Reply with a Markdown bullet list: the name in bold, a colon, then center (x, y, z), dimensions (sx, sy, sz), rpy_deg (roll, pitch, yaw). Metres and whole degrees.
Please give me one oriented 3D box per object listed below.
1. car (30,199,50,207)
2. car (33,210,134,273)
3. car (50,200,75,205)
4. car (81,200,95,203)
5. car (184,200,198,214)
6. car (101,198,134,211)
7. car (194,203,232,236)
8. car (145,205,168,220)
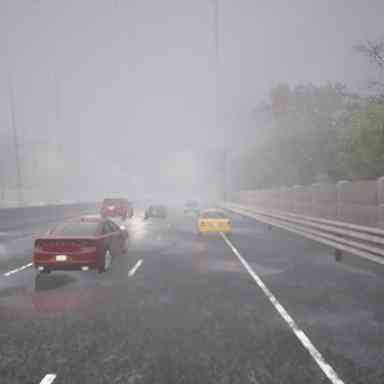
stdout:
- **car**: center (-24.554, 1.943, 54.554), dimensions (2.097, 1.767, 4.553), rpy_deg (0, -1, 0)
- **car**: center (-3.399, 1.589, 11.119), dimensions (1.882, 1.535, 5.008), rpy_deg (0, -1, 0)
- **car**: center (-21.055, 2.147, 55.252), dimensions (2.033, 1.411, 5.357), rpy_deg (0, -1, 1)
- **car**: center (-17.556, 2.117, 56.418), dimensions (1.837, 1.490, 4.892), rpy_deg (0, 0, 1)
- **car**: center (0.029, 2.054, 42.092), dimensions (1.895, 1.301, 4.718), rpy_deg (0, -1, 1)
- **car**: center (-6.908, 1.552, 31.074), dimensions (2.150, 2.045, 5.566), rpy_deg (0, -1, 0)
- **car**: center (1.222, 1.660, 19.622), dimensions (1.801, 1.575, 5.366), rpy_deg (0, -1, 0)
- **car**: center (-3.402, 1.909, 32.370), dimensions (1.994, 1.385, 4.181), rpy_deg (0, -1, 0)
